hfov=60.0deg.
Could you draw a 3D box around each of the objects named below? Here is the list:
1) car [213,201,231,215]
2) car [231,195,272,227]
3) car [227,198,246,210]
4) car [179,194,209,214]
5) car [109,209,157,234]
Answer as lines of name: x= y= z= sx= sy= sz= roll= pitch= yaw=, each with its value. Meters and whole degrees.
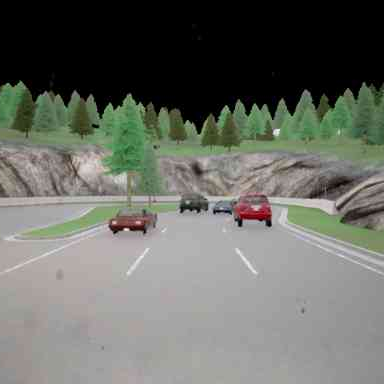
car: x=3.426 y=1.564 z=34.360 sx=1.994 sy=1.385 sz=4.181 roll=0 pitch=0 yaw=15
car: x=4.174 y=1.213 z=23.271 sx=2.150 sy=2.045 sz=5.566 roll=0 pitch=-1 yaw=4
car: x=6.010 y=1.547 z=44.114 sx=2.033 sy=1.411 sz=5.357 roll=0 pitch=0 yaw=12
car: x=0.318 y=1.222 z=36.334 sx=2.150 sy=2.045 sz=5.566 roll=0 pitch=0 yaw=16
car: x=-3.192 y=1.601 z=19.024 sx=1.895 sy=1.301 sz=4.718 roll=0 pitch=0 yaw=3
